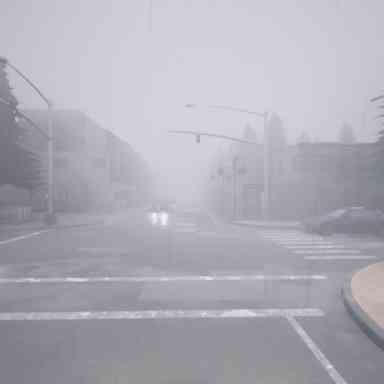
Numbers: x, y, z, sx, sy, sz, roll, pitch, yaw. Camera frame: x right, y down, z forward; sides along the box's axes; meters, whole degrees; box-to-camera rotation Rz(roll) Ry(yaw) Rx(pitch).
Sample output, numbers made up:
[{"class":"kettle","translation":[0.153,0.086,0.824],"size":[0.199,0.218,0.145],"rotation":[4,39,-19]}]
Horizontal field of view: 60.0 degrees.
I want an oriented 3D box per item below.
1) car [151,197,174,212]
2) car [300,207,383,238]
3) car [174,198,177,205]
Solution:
[{"class":"car","translation":[-3.594,1.485,38.327],"size":[2.128,1.511,4.902],"rotation":[0,0,0]},{"class":"car","translation":[7.965,1.508,17.024],"size":[4.674,1.442,1.812],"rotation":[0,0,-4]},{"class":"car","translation":[-3.575,1.554,56.381],"size":[1.994,1.385,4.181],"rotation":[0,0,0]}]
